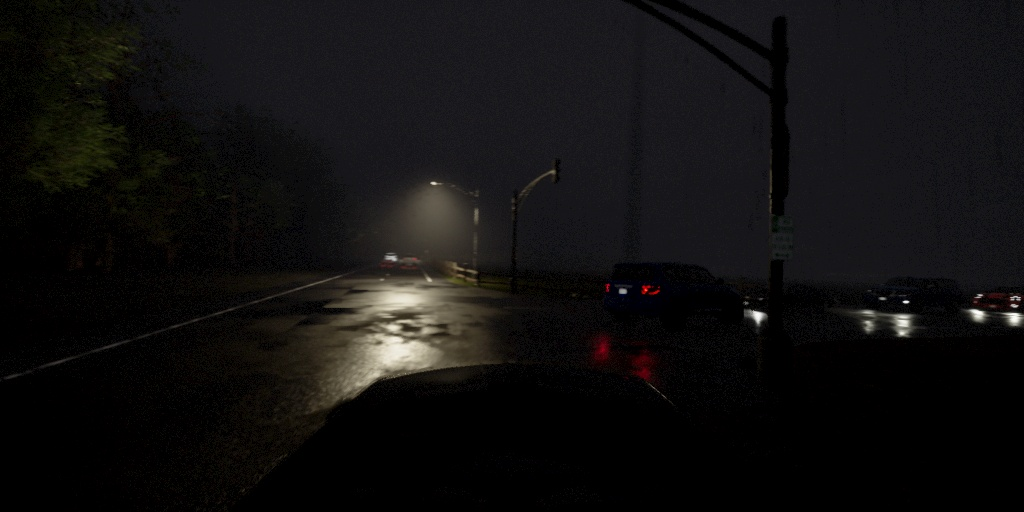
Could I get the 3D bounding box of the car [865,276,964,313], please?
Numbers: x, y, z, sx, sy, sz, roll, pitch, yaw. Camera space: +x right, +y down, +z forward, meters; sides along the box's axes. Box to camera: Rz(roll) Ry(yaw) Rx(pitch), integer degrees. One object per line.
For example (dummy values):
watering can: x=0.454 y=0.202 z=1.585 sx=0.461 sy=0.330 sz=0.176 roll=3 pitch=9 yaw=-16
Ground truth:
car: x=24.286 y=2.259 z=21.640 sx=5.566 sy=2.045 sz=2.150 roll=3 pitch=-1 yaw=-15

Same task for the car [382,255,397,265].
car: x=-21.187 y=0.888 z=61.399 sx=1.895 sy=1.301 sz=4.718 roll=2 pitch=0 yaw=-16

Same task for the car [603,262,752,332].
car: x=5.603 y=1.286 z=12.280 sx=5.566 sy=2.045 sz=2.150 roll=3 pitch=-4 yaw=-33

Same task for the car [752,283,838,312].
car: x=14.462 y=2.128 z=18.932 sx=5.357 sy=1.411 sz=2.033 roll=3 pitch=-1 yaw=-15

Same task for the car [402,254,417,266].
car: x=-17.124 y=0.641 z=59.908 sx=2.150 sy=2.045 sz=5.566 roll=2 pitch=0 yaw=-16

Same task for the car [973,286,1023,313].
car: x=33.932 y=2.838 z=24.276 sx=4.553 sy=1.767 sz=2.097 roll=3 pitch=-1 yaw=-15
